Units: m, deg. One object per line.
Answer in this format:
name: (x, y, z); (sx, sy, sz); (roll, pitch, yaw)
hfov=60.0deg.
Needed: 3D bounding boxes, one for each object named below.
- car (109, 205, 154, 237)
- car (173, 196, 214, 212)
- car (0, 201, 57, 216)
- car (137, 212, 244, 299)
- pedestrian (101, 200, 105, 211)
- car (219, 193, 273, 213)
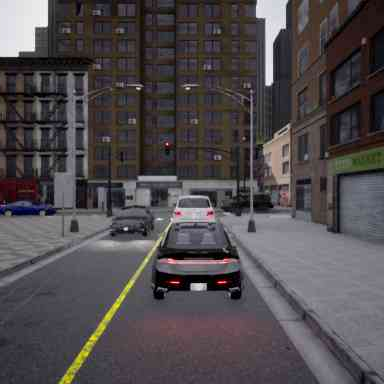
car: (-3.136, 1.498, 18.101); (1.837, 1.490, 4.892); (0, 0, 0)
car: (0.100, 1.215, 18.861); (2.150, 2.045, 5.566); (0, 0, 0)
car: (-15.472, 1.577, 31.624); (5.008, 1.535, 1.882); (0, 0, -2)
car: (0.101, 1.490, 8.407); (2.128, 1.511, 4.902); (0, 0, 0)
pedestrian: (-10.156, 1.497, 37.932); (0.375, 1.300, 0.375); (0, 0, -1)
car: (5.652, 1.151, 34.745); (5.566, 2.045, 2.150); (-1, 0, -6)
